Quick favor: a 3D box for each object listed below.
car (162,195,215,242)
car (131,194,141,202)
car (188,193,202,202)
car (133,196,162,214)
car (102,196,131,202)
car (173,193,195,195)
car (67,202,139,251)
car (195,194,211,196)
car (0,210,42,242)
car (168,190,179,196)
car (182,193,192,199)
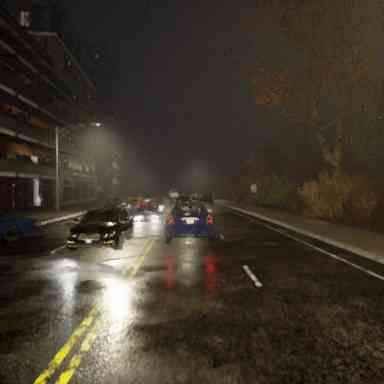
[{"bbox_3d":[-0.126,1.221,15.666,2.097,1.767,4.553,0,0,-1],"label":"car"},{"bbox_3d":[-8.557,1.047,50.815,1.882,1.535,5.008,0,0,-4],"label":"car"},{"bbox_3d":[0.551,1.019,60.762,2.033,1.411,5.357,0,1,-5],"label":"car"},{"bbox_3d":[-4.155,1.334,31.839,1.895,1.301,4.718,0,0,-3],"label":"car"},{"bbox_3d":[-7.421,1.239,32.041,1.837,1.490,4.892,0,1,-3],"label":"car"},{"bbox_3d":[-1.051,1.179,38.354,1.837,1.490,4.892,0,0,-3],"label":"car"},{"bbox_3d":[-3.529,1.393,13.607,1.837,1.490,4.892,0,0,-1],"label":"car"},{"bbox_3d":[1.806,1.108,44.749,2.128,1.511,4.902,0,1,-4],"label":"car"},{"bbox_3d":[-9.152,1.367,13.724,2.033,1.411,5.357,3,0,42],"label":"car"},{"bbox_3d":[-4.178,0.573,74.760,2.150,2.045,5.566,0,1,-7],"label":"car"},{"bbox_3d":[-1.301,0.864,78.277,1.994,1.385,4.181,0,1,-7],"label":"car"}]
